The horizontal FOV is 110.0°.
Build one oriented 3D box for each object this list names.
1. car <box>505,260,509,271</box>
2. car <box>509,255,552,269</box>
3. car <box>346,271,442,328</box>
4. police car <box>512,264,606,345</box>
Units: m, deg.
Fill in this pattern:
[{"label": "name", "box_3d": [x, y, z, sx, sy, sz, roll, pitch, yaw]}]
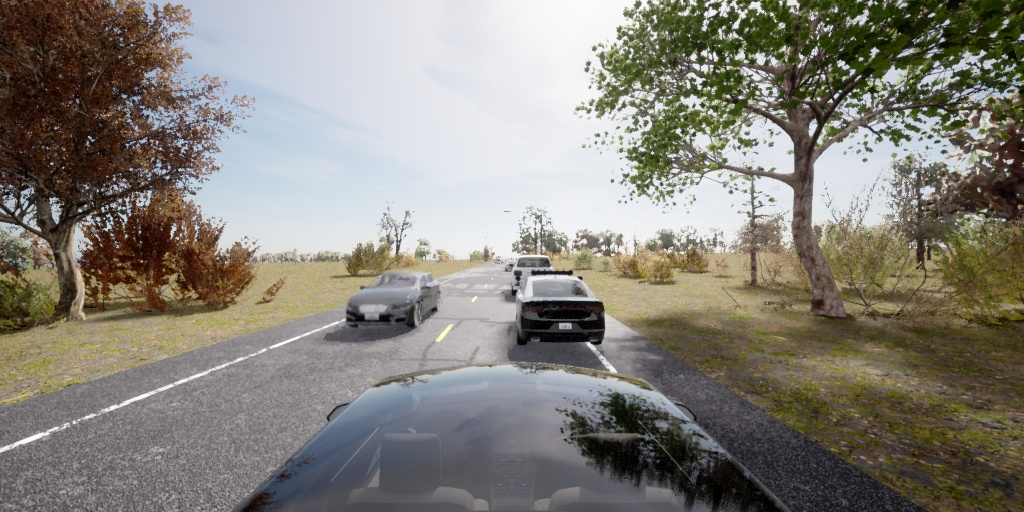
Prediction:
[{"label": "car", "box_3d": [0.055, 1.284, 48.265, 1.812, 1.442, 4.674, 0, 0, 1]}, {"label": "car", "box_3d": [1.057, 0.979, 19.566, 2.150, 2.045, 5.566, 0, 0, 0]}, {"label": "car", "box_3d": [-3.497, 1.244, 11.401, 2.128, 1.511, 4.902, 0, 0, 0]}, {"label": "police car", "box_3d": [1.053, 1.177, 9.644, 1.930, 1.638, 5.238, 0, 0, 0]}]
